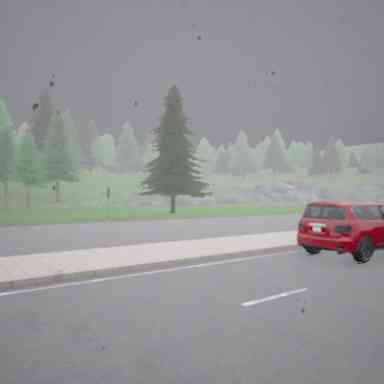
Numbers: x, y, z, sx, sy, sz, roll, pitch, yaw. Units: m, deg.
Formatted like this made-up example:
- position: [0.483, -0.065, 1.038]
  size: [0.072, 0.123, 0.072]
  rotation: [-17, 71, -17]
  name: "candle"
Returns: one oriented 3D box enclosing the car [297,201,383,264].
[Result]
- position: [6.380, 1.362, 12.699]
  size: [5.566, 2.045, 2.150]
  rotation: [0, 0, -35]
  name: "car"
